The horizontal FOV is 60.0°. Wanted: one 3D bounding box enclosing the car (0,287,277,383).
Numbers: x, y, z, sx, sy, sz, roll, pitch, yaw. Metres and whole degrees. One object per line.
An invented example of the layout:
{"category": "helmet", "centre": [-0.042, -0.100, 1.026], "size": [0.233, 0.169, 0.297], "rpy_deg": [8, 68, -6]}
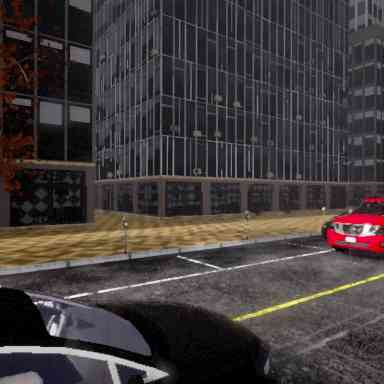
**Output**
{"category": "car", "centre": [-1.462, 1.492, 2.267], "size": [4.902, 1.511, 2.128], "rpy_deg": [0, 0, -35]}

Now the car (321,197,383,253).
{"category": "car", "centre": [7.489, 1.220, 12.583], "size": [5.566, 2.045, 2.150], "rpy_deg": [0, 0, -35]}

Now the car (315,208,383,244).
{"category": "car", "centre": [8.140, 1.563, 16.226], "size": [4.313, 1.339, 1.947], "rpy_deg": [0, 0, -36]}
